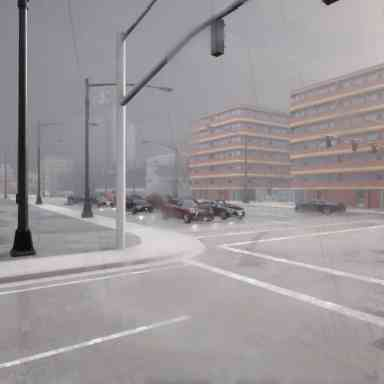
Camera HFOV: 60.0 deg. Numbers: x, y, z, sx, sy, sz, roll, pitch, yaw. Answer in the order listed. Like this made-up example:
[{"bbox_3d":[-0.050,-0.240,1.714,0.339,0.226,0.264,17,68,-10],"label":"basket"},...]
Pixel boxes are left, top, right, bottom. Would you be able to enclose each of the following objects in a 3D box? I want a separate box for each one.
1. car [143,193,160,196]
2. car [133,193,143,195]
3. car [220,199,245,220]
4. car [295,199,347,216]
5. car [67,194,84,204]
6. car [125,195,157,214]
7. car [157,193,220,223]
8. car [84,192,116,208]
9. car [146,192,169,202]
[{"bbox_3d":[-2.789,1.092,34.216,2.097,1.767,4.553,0,1,-34],"label":"car"},{"bbox_3d":[-8.412,1.129,42.466,1.994,1.385,4.181,0,1,-34],"label":"car"},{"bbox_3d":[2.214,1.357,26.871,2.128,1.511,4.902,0,1,-35],"label":"car"},{"bbox_3d":[12.036,1.376,31.409,2.128,1.511,4.902,0,1,-34],"label":"car"},{"bbox_3d":[-16.699,0.996,48.459,1.895,1.301,4.718,0,1,-34],"label":"car"},{"bbox_3d":[-5.210,1.317,31.554,1.994,1.385,4.181,0,1,-34],"label":"car"},{"bbox_3d":[-0.351,1.227,24.425,2.097,1.767,4.553,0,1,-34],"label":"car"},{"bbox_3d":[-10.906,1.069,39.911,2.128,1.511,4.902,0,1,-34],"label":"car"},{"bbox_3d":[-6.008,0.871,57.733,1.837,1.490,4.892,0,1,-34],"label":"car"}]
